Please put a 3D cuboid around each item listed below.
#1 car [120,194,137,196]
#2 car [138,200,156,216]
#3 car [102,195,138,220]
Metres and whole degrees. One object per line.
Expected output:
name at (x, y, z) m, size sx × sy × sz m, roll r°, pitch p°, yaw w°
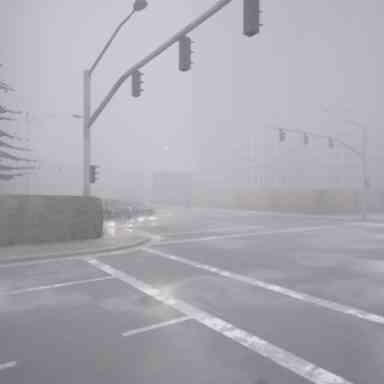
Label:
car at (-10.305, 1.287, 51.978) m, size 2.150 × 2.045 × 5.566 m, roll 0°, pitch 0°, yaw -35°
car at (-5.578, 1.591, 32.913) m, size 2.033 × 1.411 × 5.357 m, roll 0°, pitch 0°, yaw -35°
car at (-6.848, 1.386, 28.637) m, size 2.097 × 1.767 × 4.553 m, roll 0°, pitch 0°, yaw -35°
